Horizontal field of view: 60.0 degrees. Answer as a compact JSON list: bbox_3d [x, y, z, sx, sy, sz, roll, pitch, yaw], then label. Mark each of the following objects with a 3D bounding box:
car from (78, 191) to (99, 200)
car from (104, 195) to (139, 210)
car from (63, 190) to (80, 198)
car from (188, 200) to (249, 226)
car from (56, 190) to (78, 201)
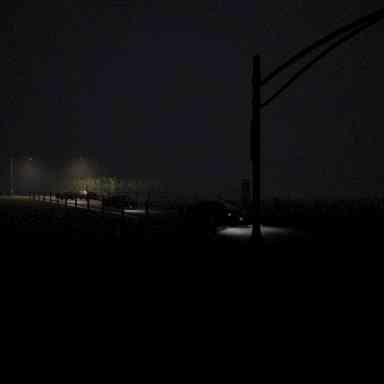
[{"bbox_3d":[-16.662,0.602,53.592,2.033,1.411,5.357,0,1,-35],"label":"car"},{"bbox_3d":[-7.254,0.975,33.589,2.033,1.411,5.357,0,1,-35],"label":"car"},{"bbox_3d":[-22.528,0.355,62.022,1.882,1.535,5.008,0,1,-35],"label":"car"},{"bbox_3d":[1.498,1.233,21.006,1.812,1.442,4.674,0,1,-35],"label":"car"},{"bbox_3d":[-19.580,0.644,51.457,1.895,1.301,4.718,0,1,-34],"label":"car"}]
